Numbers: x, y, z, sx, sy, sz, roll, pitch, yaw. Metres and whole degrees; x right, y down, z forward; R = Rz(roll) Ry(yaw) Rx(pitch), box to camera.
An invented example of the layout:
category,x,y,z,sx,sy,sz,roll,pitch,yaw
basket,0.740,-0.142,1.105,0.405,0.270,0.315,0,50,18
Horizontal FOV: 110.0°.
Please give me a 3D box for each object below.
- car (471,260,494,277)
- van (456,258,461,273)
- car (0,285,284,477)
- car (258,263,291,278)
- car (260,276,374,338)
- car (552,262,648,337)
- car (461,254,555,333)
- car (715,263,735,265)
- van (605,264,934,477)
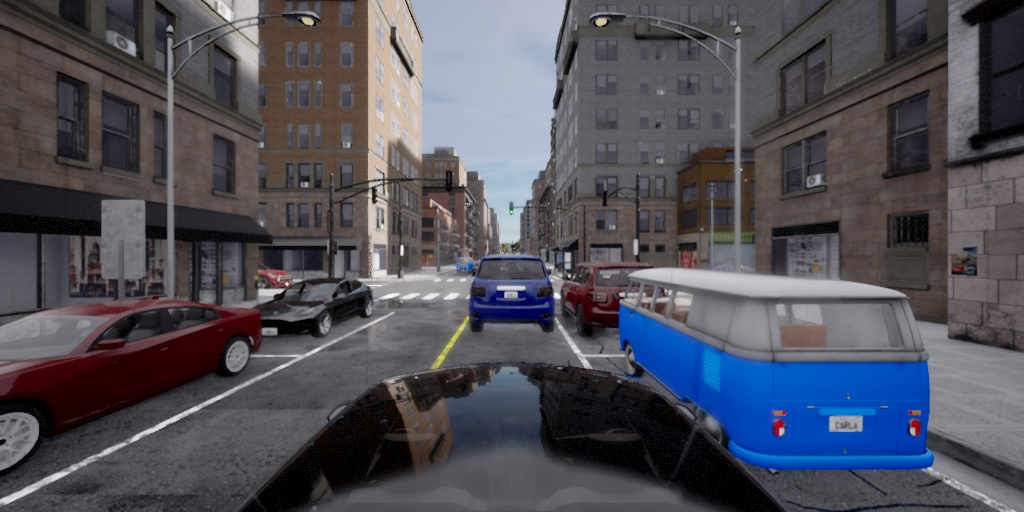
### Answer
category,x,y,z,sx,sy,sz,roll,pitch,yaw
car,-2.928,1.229,36.567,1.837,1.490,4.892,0,0,1
van,-5.514,1.060,42.137,1.690,1.789,3.998,0,0,0
car,-5.389,1.293,4.663,1.888,1.381,4.507,0,0,0
car,-16.073,1.151,22.023,4.553,1.767,2.097,0,0,0
car,-5.405,1.310,10.173,1.948,1.339,4.313,0,0,0
car,2.620,1.059,10.196,2.192,1.841,5.009,0,0,0
car,0.045,0.966,10.827,2.150,2.045,5.566,0,0,1
car,14.697,1.210,25.104,5.357,1.411,2.033,0,0,0
van,2.636,1.089,4.684,1.690,1.789,3.998,0,0,0
